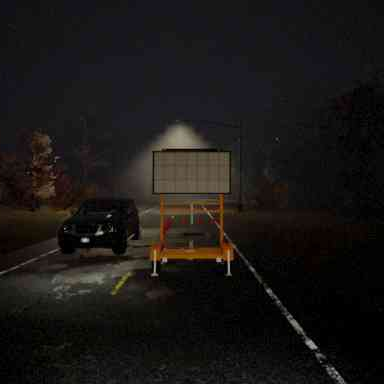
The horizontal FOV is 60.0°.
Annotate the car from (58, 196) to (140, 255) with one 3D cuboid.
[{"bbox_3d":[-3.503,1.220,13.668,2.150,2.045,5.566,0,0,0],"label":"car"}]

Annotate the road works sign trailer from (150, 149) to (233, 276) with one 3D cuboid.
[{"bbox_3d":[-0.004,0.464,10.335,2.380,3.560,2.880,0,0,0],"label":"road works sign trailer"}]
